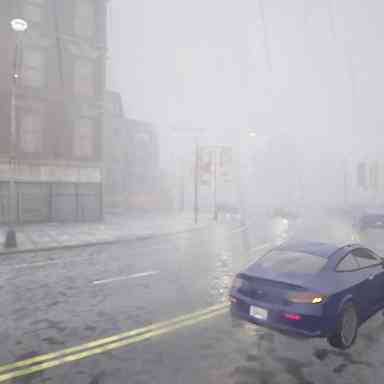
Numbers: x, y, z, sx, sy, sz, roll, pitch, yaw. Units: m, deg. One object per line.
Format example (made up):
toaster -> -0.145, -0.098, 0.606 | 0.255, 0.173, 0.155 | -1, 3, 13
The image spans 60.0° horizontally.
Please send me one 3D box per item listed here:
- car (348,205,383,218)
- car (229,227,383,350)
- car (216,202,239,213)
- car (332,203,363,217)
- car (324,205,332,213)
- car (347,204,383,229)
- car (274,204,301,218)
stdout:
car -> 20.692, 2.261, 39.520 | 1.895, 1.301, 4.718 | 0, -1, -1
car -> 2.628, 1.631, 6.459 | 4.674, 1.442, 1.812 | 1, -1, -44
car -> 5.049, 2.166, 47.790 | 1.882, 1.535, 5.008 | 1, -1, -18
car -> 17.458, 1.953, 36.152 | 2.097, 1.767, 4.553 | 0, -1, 0
car -> 19.844, 2.259, 45.188 | 2.002, 1.452, 4.674 | 0, -1, -11
car -> 12.538, 1.875, 23.417 | 1.882, 1.535, 5.008 | 0, -1, 17
car -> 10.382, 2.092, 36.629 | 1.812, 1.442, 4.674 | 1, -1, -3
